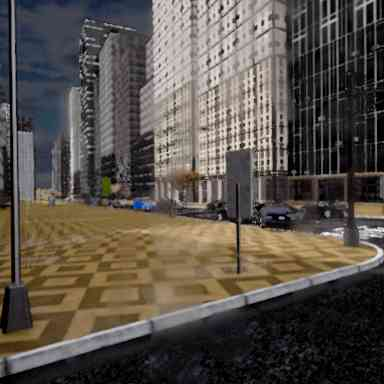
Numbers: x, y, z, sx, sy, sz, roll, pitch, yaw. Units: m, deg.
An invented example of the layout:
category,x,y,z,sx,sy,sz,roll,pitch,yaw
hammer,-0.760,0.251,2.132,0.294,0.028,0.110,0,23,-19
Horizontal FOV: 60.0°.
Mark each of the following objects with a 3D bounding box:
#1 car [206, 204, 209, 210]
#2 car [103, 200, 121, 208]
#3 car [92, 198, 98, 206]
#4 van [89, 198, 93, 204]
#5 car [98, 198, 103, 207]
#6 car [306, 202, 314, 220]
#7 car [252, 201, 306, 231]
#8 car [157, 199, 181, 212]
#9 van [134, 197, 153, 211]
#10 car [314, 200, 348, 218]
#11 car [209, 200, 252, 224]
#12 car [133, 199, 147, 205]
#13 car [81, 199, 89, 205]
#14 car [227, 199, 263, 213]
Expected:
category,x,y,z,sx,sy,sz,roll,pitch,yaw
car,3.461,1.653,42.984,1.947,1.339,4.313,-2,0,-26
car,-13.974,2.095,59.486,2.008,1.369,4.403,-2,0,-26
car,-18.930,2.267,69.584,1.887,1.381,4.507,-2,0,-26
van,-21.415,2.153,74.633,1.690,1.788,3.998,-2,0,-26
car,-16.378,2.155,64.383,1.752,1.417,4.829,-2,0,-26
car,6.227,1.425,24.232,1.812,1.442,4.674,-1,0,-26
car,4.839,1.394,19.299,2.033,1.411,5.357,1,0,7
car,-3.060,1.716,43.182,1.837,1.490,4.892,-1,-1,-26
van,-6.546,1.626,44.340,1.690,1.788,3.998,-2,0,-26
car,10.896,1.389,27.836,2.008,1.369,4.403,-2,0,-26
car,3.375,1.503,24.142,2.008,1.369,4.403,-2,0,-26
car,-11.408,2.190,73.278,1.802,1.307,4.206,-2,0,-26
car,-26.364,2.537,84.731,1.887,1.381,4.507,-2,0,-26
car,5.939,1.569,37.935,1.947,1.339,4.313,-2,0,-26
